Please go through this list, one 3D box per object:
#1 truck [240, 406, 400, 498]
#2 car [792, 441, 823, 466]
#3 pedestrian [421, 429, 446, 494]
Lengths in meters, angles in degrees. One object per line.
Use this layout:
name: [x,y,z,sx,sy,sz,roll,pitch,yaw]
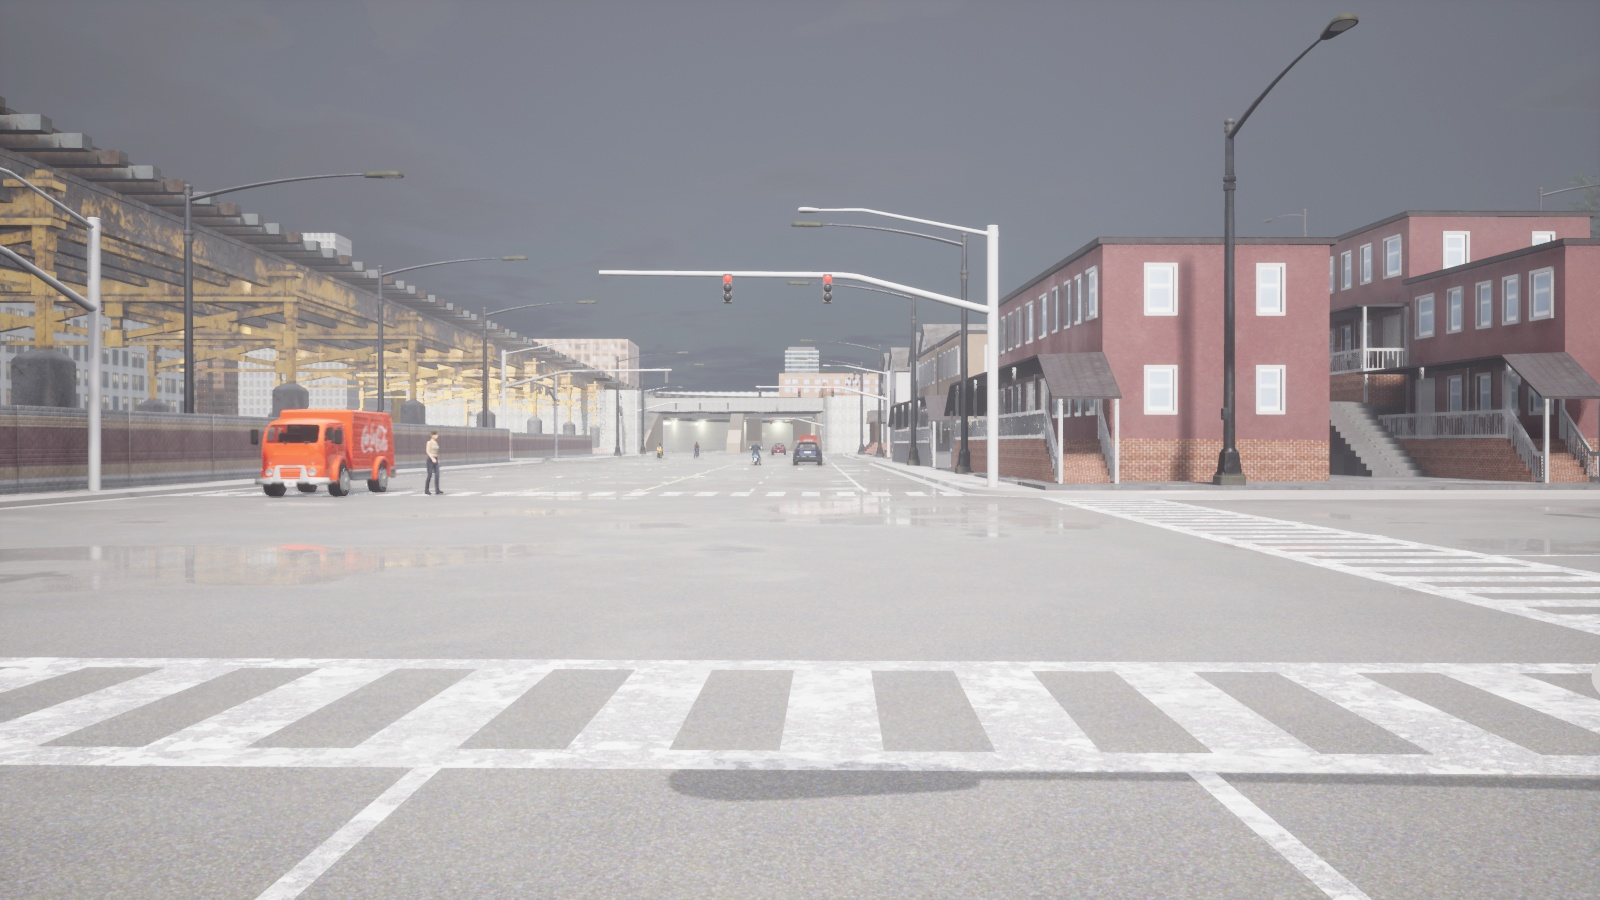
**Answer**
truck: [-13.769,0.044,36.461,2.627,2.467,5.204,0,0,0]
car: [0.515,0.201,84.301,2.033,1.649,4.856,0,0,0]
pedestrian: [-10.412,0.322,35.673,0.594,1.836,0.345,0,0,26]
